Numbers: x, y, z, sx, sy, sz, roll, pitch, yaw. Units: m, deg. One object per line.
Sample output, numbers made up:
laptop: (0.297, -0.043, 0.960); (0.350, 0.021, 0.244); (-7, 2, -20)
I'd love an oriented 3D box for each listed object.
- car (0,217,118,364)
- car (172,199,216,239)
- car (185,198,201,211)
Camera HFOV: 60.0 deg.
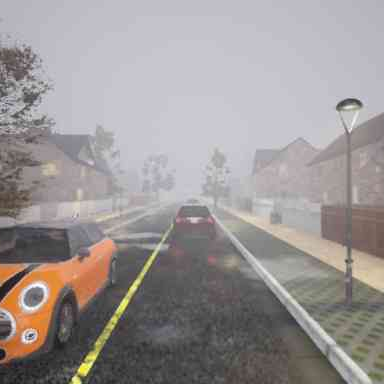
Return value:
car: (-2.847, 1.367, 6.217); (2.097, 1.767, 4.553); (0, 0, 0)
car: (0.107, 1.393, 17.784); (2.097, 1.767, 4.553); (0, 0, 0)
car: (0.117, 1.576, 42.610); (1.882, 1.535, 5.008); (0, 0, 0)
